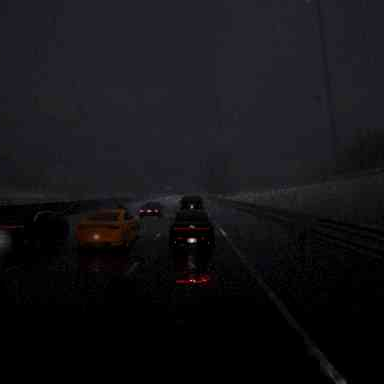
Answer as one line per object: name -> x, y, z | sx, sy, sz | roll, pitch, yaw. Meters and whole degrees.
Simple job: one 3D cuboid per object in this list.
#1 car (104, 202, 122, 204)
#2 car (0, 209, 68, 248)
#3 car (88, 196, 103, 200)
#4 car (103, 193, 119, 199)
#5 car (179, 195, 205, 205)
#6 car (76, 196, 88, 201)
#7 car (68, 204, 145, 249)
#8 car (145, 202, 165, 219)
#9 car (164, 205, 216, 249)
car -> -7.000, 1.609, 29.656 | 2.033, 1.411, 5.357 | 0, 0, 0
car -> -7.000, 1.508, 14.654 | 2.128, 1.511, 4.902 | 0, 0, 0
car -> -21.773, 1.614, 76.824 | 1.882, 1.535, 5.008 | 0, 0, -1
car -> -18.273, 1.363, 76.880 | 2.150, 2.045, 5.566 | 0, 0, -1
car -> 0.000, 1.304, 29.688 | 2.150, 2.045, 5.566 | 0, 0, 0
car -> -25.272, 1.687, 76.739 | 1.994, 1.385, 4.181 | 0, 0, -1
car -> -3.500, 1.498, 14.653 | 1.882, 1.535, 5.008 | 0, 0, 0
car -> -3.500, 1.609, 29.656 | 2.033, 1.411, 5.357 | 0, 0, 0
car -> 0.000, 1.530, 14.653 | 1.837, 1.490, 4.892 | 0, 0, 0
